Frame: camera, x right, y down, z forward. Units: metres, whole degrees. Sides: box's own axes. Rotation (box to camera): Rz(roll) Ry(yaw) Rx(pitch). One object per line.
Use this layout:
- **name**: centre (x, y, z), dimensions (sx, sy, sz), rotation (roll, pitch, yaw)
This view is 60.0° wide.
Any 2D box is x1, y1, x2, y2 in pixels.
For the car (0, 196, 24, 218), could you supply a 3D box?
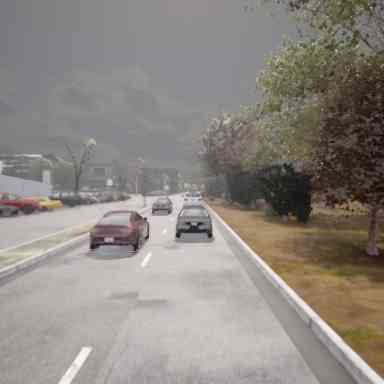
- **car**: centre (-16.791, 1.368, 27.284), dimensions (4.792, 1.488, 2.163), rotation (-1, 0, -20)

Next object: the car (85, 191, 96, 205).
- **car**: centre (-16.775, 1.075, 48.282), dimensions (4.553, 1.767, 2.185), rotation (-1, 1, -20)

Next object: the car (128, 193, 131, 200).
- **car**: centre (-16.724, 0.906, 72.315), dimensions (5.566, 2.045, 2.435), rotation (-1, 0, -20)

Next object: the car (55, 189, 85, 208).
- **car**: centre (-16.835, 0.978, 42.255), dimensions (5.566, 2.045, 2.435), rotation (-1, 1, -20)

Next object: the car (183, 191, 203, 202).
- **car**: centre (0.099, 0.981, 38.488), dimensions (2.150, 2.045, 5.566), rotation (0, 0, 0)

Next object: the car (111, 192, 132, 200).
- **car**: centre (-16.634, 1.024, 78.330), dimensions (4.553, 1.767, 2.185), rotation (-1, 0, -19)

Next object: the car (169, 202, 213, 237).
- **car**: centre (0.099, 1.481, 17.695), dimensions (2.033, 1.411, 5.357), rotation (0, 0, 0)

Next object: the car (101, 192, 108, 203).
- **car**: centre (-16.808, 1.186, 54.278), dimensions (4.892, 1.521, 2.231), rotation (-1, 0, -20)

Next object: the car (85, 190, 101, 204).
- **car**: centre (-16.836, 1.067, 51.268), dimensions (4.553, 1.767, 2.185), rotation (-1, 0, -20)

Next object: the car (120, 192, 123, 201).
- **car**: centre (-16.776, 1.205, 66.283), dimensions (4.674, 1.452, 2.002), rotation (-1, 0, -20)

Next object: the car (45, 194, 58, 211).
- **car**: centre (-16.639, 1.282, 33.339), dimensions (5.366, 1.575, 1.946), rotation (-1, 0, -20)

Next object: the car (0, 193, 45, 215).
- **car**: centre (-16.795, 1.062, 30.285), dimensions (5.566, 2.045, 2.435), rotation (-1, 0, -20)

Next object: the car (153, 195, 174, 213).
- **car**: centre (-2.901, 1.342, 33.407), dimensions (2.033, 1.411, 5.357), rotation (0, 0, 0)

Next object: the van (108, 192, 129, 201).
- **van**: centre (-16.609, 0.926, 75.352), dimensions (4.442, 1.987, 1.878), rotation (-1, 0, -19)

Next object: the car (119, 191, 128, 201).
- **car**: centre (-16.796, 0.910, 69.279), dimensions (5.566, 2.045, 2.435), rotation (-1, 0, -20)

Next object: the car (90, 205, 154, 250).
- **car**: centre (-2.900, 1.489, 13.954), dimensions (1.812, 1.442, 4.674), rotation (0, 0, 0)

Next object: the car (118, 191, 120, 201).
- **car**: centre (-16.965, 1.169, 63.216), dimensions (5.366, 1.575, 1.946), rotation (-1, 0, -20)

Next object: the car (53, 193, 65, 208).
- **car**: centre (-16.985, 1.266, 36.205), dimensions (5.366, 1.575, 1.946), rotation (-1, 1, -20)

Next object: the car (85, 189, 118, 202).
- **car**: centre (-16.824, 0.923, 60.266), dimensions (5.566, 2.045, 2.435), rotation (-1, 0, -20)

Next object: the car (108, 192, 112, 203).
- **car**: centre (-16.824, 1.208, 57.263), dimensions (4.792, 1.488, 2.163), rotation (-1, 0, -20)
